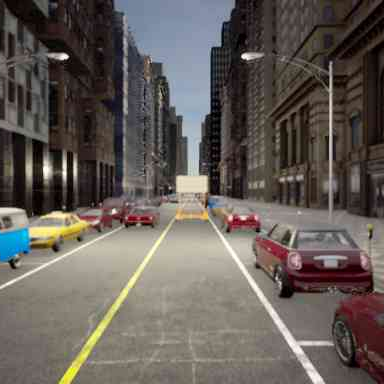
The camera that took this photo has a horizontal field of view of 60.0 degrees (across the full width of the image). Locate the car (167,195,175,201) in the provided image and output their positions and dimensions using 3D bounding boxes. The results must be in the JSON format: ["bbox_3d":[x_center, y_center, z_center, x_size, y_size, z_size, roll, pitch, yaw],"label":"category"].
[{"bbox_3d":[-5.775,1.620,92.558,1.887,1.381,4.507,0,0,0],"label":"car"}]

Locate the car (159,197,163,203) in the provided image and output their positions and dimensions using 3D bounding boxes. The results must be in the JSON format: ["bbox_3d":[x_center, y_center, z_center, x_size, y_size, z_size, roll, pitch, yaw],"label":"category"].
[{"bbox_3d":[-5.770,1.591,47.742,1.947,1.339,4.313,0,0,0],"label":"car"}]

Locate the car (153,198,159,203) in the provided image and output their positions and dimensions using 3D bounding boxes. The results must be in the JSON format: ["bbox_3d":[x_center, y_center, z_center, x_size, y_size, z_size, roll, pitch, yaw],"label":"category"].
[{"bbox_3d":[-5.770,1.572,42.140,2.008,1.369,4.403,0,0,0],"label":"car"}]

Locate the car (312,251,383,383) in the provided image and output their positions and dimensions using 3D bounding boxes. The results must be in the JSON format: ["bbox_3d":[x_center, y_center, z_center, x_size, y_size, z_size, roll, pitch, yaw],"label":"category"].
[{"bbox_3d":[2.760,1.583,2.942,1.802,1.307,4.206,0,0,0],"label":"car"}]

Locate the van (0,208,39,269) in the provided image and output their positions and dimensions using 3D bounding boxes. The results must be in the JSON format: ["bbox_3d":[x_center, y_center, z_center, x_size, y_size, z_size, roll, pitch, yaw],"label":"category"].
[{"bbox_3d":[-5.767,1.344,8.528,1.690,1.788,3.998,0,0,0],"label":"van"}]

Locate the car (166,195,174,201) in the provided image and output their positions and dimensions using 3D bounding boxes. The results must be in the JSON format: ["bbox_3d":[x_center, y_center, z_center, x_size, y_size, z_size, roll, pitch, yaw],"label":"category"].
[{"bbox_3d":[-5.775,1.509,86.957,1.967,1.590,4.097,0,0,0],"label":"car"}]

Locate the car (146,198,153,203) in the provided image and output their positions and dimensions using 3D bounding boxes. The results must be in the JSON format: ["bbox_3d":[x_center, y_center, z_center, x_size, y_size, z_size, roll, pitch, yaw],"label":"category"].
[{"bbox_3d":[-5.770,1.457,36.538,1.967,1.590,4.097,0,0,0],"label":"car"}]

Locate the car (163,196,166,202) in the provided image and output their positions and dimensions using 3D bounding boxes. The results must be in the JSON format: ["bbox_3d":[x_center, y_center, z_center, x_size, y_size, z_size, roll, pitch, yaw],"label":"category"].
[{"bbox_3d":[-5.771,1.596,53.343,1.947,1.339,4.313,0,0,0],"label":"car"}]

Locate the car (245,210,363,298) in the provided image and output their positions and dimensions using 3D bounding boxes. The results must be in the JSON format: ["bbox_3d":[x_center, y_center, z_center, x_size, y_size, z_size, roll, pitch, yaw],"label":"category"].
[{"bbox_3d":[2.759,1.443,8.544,1.967,1.590,4.097,0,0,0],"label":"car"}]

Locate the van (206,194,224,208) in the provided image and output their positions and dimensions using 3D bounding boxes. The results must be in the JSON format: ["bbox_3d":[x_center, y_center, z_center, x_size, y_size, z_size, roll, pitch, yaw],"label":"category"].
[{"bbox_3d":[2.755,1.358,36.553,1.690,1.788,3.998,0,0,0],"label":"van"}]

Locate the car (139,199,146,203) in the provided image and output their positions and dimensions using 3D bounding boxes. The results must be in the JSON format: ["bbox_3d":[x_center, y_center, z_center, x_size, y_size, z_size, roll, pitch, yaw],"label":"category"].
[{"bbox_3d":[-5.769,1.596,30.936,1.802,1.307,4.206,0,0,0],"label":"car"}]

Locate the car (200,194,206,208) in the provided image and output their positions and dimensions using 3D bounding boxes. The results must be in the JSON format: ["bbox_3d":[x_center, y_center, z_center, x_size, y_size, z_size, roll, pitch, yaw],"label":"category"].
[{"bbox_3d":[2.754,1.341,47.756,2.192,1.841,5.009,0,0,0],"label":"car"}]

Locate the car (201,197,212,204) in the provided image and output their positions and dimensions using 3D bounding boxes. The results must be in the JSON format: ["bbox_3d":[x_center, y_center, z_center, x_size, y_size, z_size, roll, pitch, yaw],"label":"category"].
[{"bbox_3d":[2.753,1.608,64.561,1.947,1.339,4.313,0,0,0],"label":"car"}]

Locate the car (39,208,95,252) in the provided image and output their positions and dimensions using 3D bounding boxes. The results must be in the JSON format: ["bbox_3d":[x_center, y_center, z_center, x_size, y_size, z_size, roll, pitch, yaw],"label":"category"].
[{"bbox_3d":[-5.767,1.531,13.960,1.752,1.417,4.829,0,0,0],"label":"car"}]

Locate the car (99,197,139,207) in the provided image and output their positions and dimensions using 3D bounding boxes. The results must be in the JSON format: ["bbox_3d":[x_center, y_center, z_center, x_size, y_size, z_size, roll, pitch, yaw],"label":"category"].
[{"bbox_3d":[-5.769,1.326,25.334,2.192,1.841,5.009,0,0,0],"label":"car"}]

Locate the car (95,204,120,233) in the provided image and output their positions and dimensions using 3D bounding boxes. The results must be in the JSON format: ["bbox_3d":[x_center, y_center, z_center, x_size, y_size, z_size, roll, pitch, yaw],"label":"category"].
[{"bbox_3d":[-5.767,1.590,19.731,1.802,1.307,4.206,0,0,0],"label":"car"}]

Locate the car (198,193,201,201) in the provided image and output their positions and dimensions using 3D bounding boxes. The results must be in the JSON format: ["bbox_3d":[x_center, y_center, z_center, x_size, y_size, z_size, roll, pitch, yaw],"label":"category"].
[{"bbox_3d":[2.753,1.351,58.959,2.192,1.841,5.009,0,0,0],"label":"car"}]

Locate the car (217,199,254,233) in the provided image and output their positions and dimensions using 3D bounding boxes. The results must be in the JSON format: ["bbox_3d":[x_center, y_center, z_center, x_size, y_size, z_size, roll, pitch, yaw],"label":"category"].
[{"bbox_3d":[2.758,1.448,19.747,1.967,1.590,4.097,0,0,0],"label":"car"}]

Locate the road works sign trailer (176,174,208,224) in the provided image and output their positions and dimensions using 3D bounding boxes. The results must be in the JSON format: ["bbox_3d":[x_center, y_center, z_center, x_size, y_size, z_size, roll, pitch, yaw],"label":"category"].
[{"bbox_3d":[-0.003,0.475,24.791,2.380,3.560,2.880,0,0,0],"label":"road works sign trailer"}]

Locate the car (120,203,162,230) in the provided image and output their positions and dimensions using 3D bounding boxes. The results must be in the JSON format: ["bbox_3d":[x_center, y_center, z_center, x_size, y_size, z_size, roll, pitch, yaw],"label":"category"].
[{"bbox_3d":[-3.103,1.610,21.572,1.895,1.301,4.718,0,0,0],"label":"car"}]

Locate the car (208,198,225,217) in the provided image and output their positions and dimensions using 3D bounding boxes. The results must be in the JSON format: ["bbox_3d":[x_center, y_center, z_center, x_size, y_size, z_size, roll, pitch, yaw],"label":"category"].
[{"bbox_3d":[2.756,1.539,31.121,1.752,1.417,4.829,0,0,0],"label":"car"}]

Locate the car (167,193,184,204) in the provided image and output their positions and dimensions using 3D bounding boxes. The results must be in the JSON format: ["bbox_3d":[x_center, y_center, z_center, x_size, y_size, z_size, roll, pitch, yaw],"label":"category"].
[{"bbox_3d":[-3.036,1.393,63.071,2.097,1.767,4.553,0,0,1],"label":"car"}]
